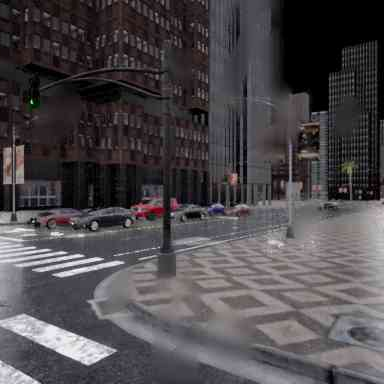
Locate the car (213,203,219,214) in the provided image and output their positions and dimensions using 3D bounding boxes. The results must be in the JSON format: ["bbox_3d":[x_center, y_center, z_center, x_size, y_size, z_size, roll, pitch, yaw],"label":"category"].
[{"bbox_3d":[2.521,2.048,40.336,1.812,1.442,4.674,0,-1,35],"label":"car"}]

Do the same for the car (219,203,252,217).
[{"bbox_3d":[5.379,2.057,38.735,1.812,1.442,4.674,0,-1,35],"label":"car"}]

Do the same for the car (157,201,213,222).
[{"bbox_3d":[-0.508,1.873,30.352,2.128,1.511,4.902,0,-1,35],"label":"car"}]

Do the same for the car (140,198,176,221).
[{"bbox_3d":[-3.506,1.592,31.741,2.150,2.045,5.566,0,-1,35],"label":"car"}]

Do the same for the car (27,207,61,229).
[{"bbox_3d":[-9.271,1.787,23.497,1.994,1.385,4.181,0,-1,36],"label":"car"}]

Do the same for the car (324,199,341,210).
[{"bbox_3d":[26.071,2.507,62.283,1.837,1.490,4.892,0,-1,35],"label":"car"}]

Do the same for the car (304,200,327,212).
[{"bbox_3d":[19.350,2.372,52.712,2.033,1.411,5.357,0,-1,35],"label":"car"}]

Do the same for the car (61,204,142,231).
[{"bbox_3d":[-5.982,1.748,22.542,1.837,1.490,4.892,0,-1,35],"label":"car"}]
